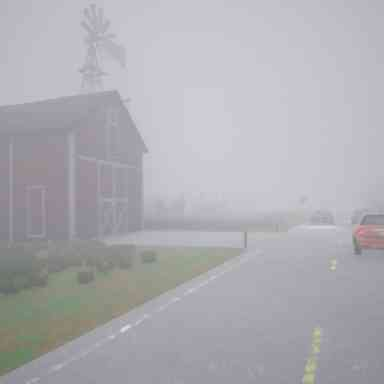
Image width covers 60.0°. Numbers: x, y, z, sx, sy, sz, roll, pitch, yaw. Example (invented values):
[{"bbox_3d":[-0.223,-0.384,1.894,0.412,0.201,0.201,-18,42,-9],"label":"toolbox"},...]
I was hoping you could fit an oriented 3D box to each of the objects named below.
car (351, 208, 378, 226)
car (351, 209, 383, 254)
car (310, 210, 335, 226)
[{"bbox_3d":[15.853,2.248,30.724,1.994,1.385,4.181,-2,-2,25],"label":"car"},{"bbox_3d":[8.308,1.674,14.778,2.097,1.767,4.553,-2,-2,25],"label":"car"},{"bbox_3d":[12.064,2.321,30.644,1.994,1.385,4.181,-2,-2,25],"label":"car"}]
